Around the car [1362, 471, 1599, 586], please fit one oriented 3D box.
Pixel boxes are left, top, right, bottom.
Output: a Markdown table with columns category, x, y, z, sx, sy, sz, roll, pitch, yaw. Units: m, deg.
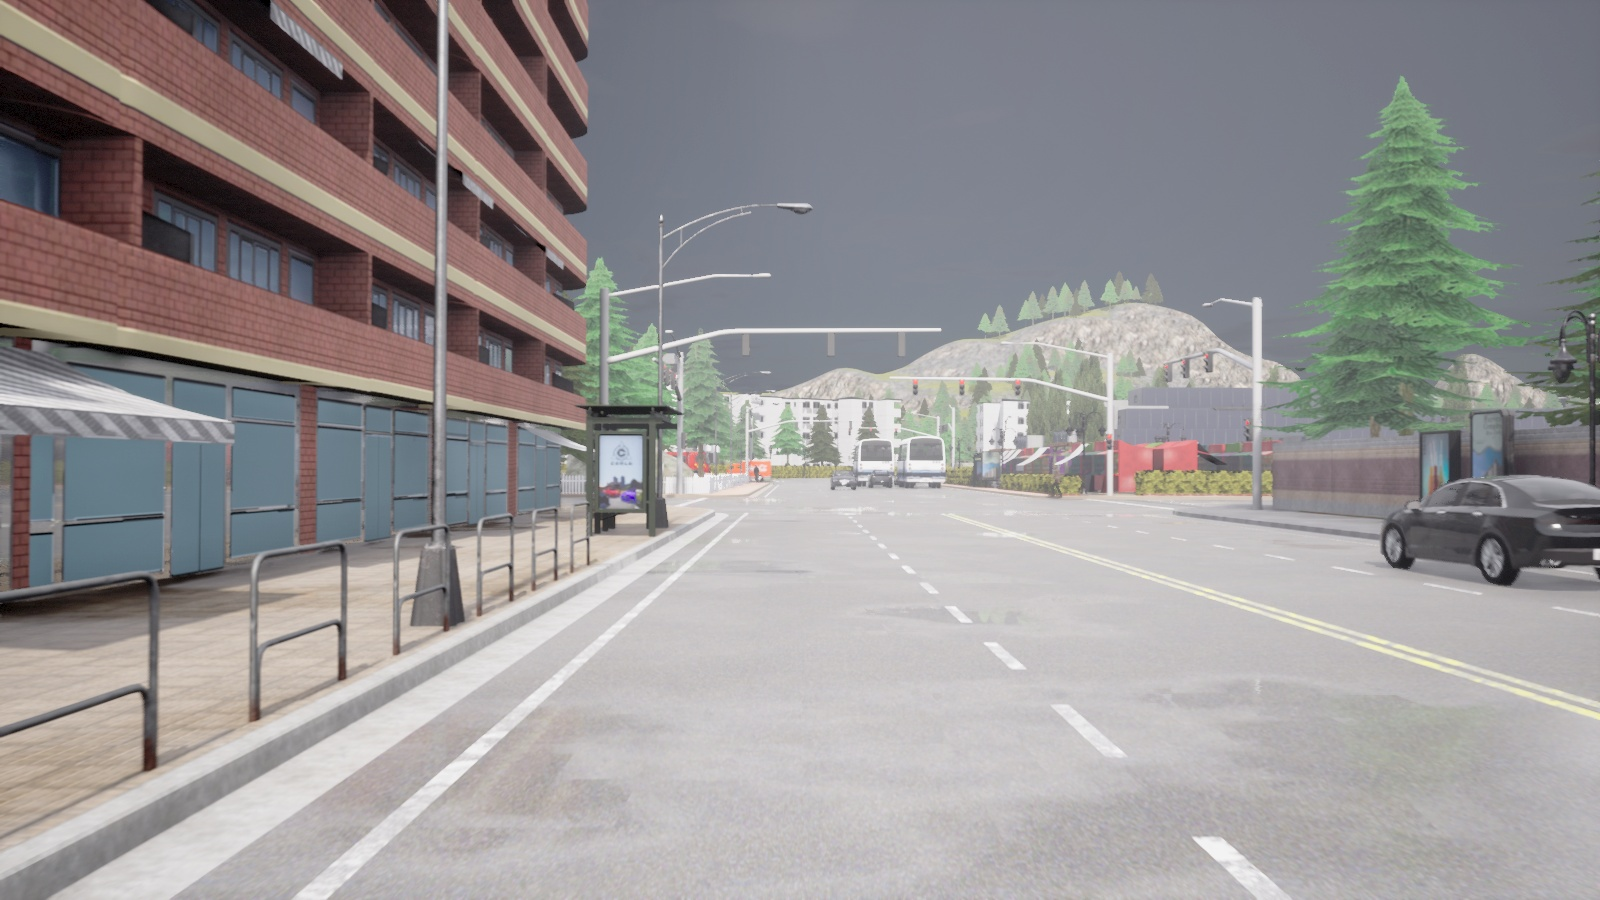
| category | x | y | z | sx | sy | sz | roll | pitch | yaw |
| --- | --- | --- | --- | --- | --- | --- | --- | --- | --- |
| car | 10.453 | 1.062 | 18.834 | 1.837 | 1.490 | 4.892 | 0 | -1 | 0 |

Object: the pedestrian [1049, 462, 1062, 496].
| category | x | y | z | sx | sy | sz | roll | pitch | yaw |
| --- | --- | --- | --- | --- | --- | --- | --- | --- | --- |
| pedestrian | 13.696 | 1.550 | 67.344 | 0.634 | 1.846 | 0.331 | 0 | -1 | 6 |

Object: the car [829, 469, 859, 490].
| category | x | y | z | sx | sy | sz | roll | pitch | yaw |
| --- | --- | --- | --- | --- | --- | --- | --- | --- | --- |
| car | 3.267 | 2.187 | 94.126 | 2.128 | 1.511 | 4.902 | 0 | -1 | 0 |
